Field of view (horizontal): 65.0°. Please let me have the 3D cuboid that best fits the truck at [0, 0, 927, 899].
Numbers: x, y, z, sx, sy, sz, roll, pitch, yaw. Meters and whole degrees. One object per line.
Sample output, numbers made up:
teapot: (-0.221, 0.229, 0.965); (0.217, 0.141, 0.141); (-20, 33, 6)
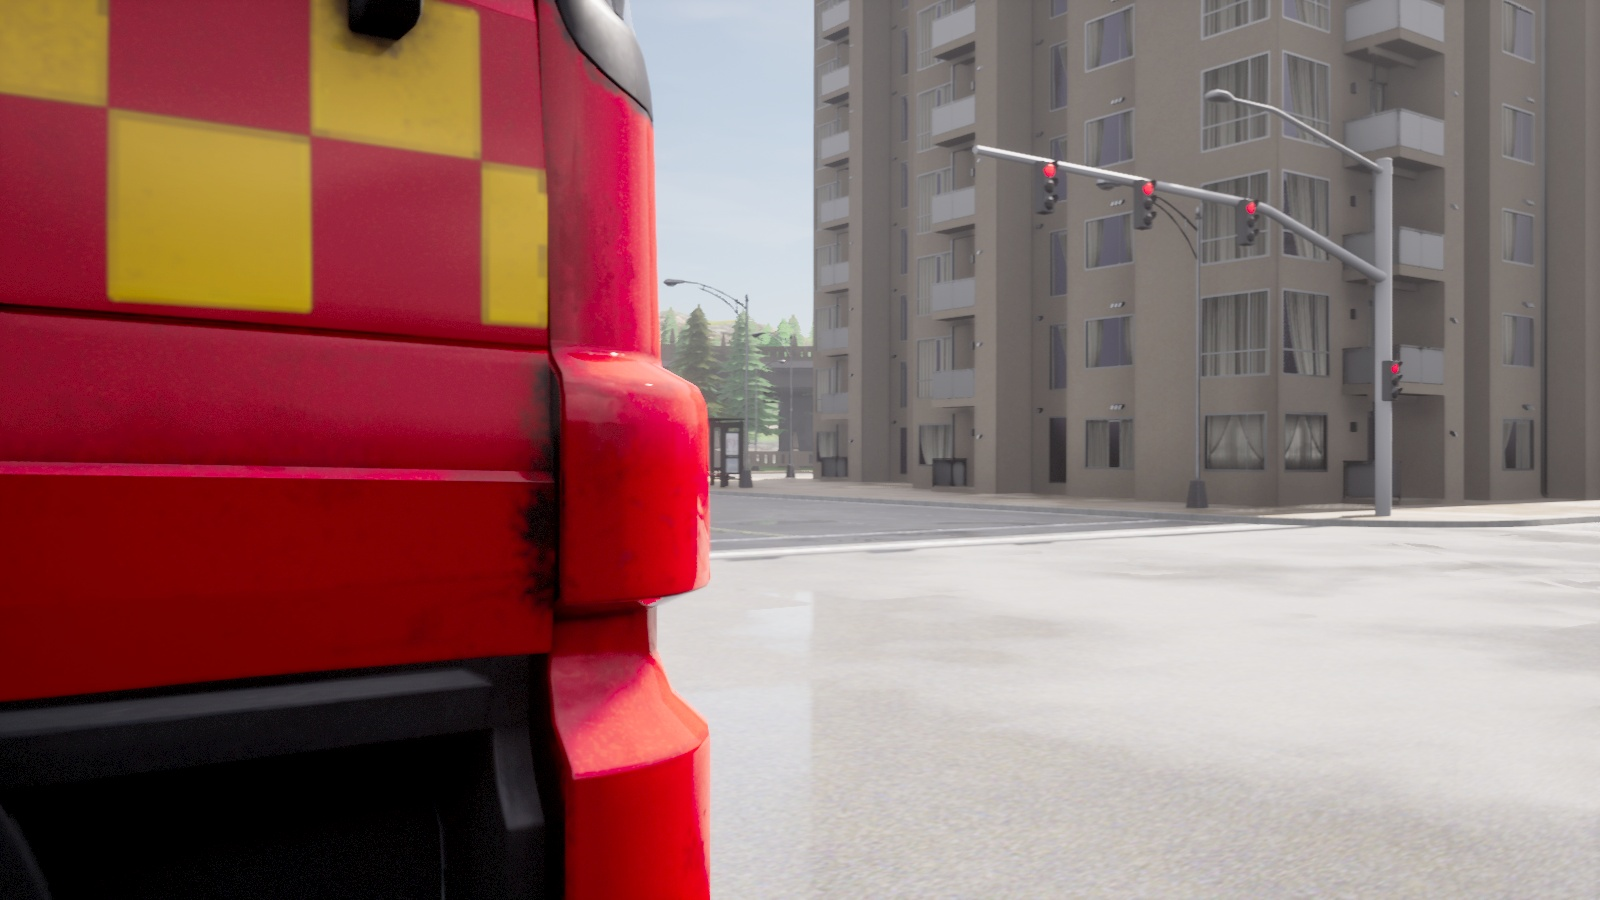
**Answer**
truck: (-4.097, -0.410, 0.812); (8.468, 3.827, 2.891); (0, 0, -35)
